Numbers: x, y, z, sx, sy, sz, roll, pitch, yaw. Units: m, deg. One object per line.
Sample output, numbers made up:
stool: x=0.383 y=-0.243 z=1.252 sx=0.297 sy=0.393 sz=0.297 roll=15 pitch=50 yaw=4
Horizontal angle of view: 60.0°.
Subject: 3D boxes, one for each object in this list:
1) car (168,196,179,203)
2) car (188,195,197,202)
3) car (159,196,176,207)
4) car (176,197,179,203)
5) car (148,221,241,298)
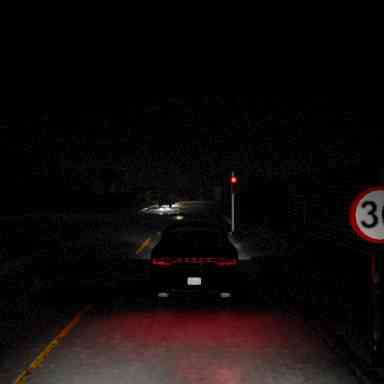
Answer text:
car: x=-3.864 y=1.595 z=70.404 sx=1.895 sy=1.301 sz=4.718 roll=0 pitch=0 yaw=0
car: x=0.138 y=1.338 z=71.329 sx=1.812 sy=1.442 sz=4.674 roll=0 pitch=0 yaw=0
car: x=-3.997 y=1.491 z=50.872 sx=2.128 sy=1.511 sz=4.902 roll=0 pitch=0 yaw=0
car: x=-3.956 y=1.491 z=60.353 sx=2.128 sy=1.511 sz=4.902 roll=0 pitch=0 yaw=0
car: x=0.068 y=1.478 z=8.554 sx=1.882 sy=1.535 sz=5.008 roll=0 pitch=0 yaw=1
